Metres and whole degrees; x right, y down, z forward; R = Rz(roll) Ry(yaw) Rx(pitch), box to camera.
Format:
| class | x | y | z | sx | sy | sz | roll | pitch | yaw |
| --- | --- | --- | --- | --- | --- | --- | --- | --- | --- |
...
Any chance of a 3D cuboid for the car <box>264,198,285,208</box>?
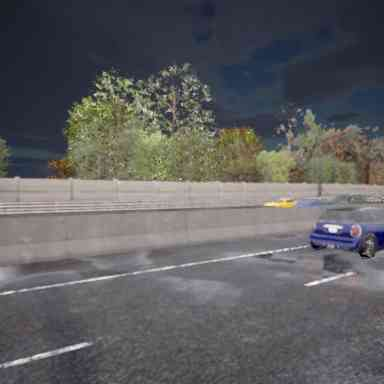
| class | x | y | z | sx | sy | sz | roll | pitch | yaw |
| --- | --- | --- | --- | --- | --- | --- | --- | --- | --- |
| car | 10.118 | 1.451 | 37.020 | 5.008 | 1.535 | 1.882 | 0 | 0 | -35 |

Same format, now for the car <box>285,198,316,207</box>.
| class | x | y | z | sx | sy | sz | roll | pitch | yaw |
| --- | --- | --- | --- | --- | --- | --- | --- | --- | --- |
| car | 12.181 | 1.451 | 34.193 | 5.008 | 1.535 | 1.882 | 0 | 0 | -35 |

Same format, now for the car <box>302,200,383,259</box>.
| class | x | y | z | sx | sy | sz | roll | pitch | yaw |
| --- | --- | --- | --- | --- | --- | --- | --- | --- | --- |
| car | 6.618 | 1.341 | 12.782 | 4.553 | 1.767 | 2.097 | 0 | 0 | -35 |

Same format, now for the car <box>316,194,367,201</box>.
| class | x | y | z | sx | sy | sz | roll | pitch | yaw |
| --- | --- | --- | --- | --- | --- | --- | --- | --- | --- |
| car | 14.624 | 1.196 | 31.639 | 5.566 | 2.045 | 2.150 | 0 | 0 | -35 |
